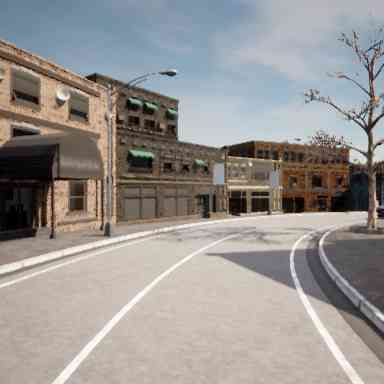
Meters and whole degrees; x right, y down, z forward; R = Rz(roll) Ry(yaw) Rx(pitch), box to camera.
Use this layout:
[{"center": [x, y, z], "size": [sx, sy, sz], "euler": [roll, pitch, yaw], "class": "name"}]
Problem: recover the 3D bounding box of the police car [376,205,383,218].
[{"center": [20.918, 2.006, 34.760], "size": [5.238, 1.638, 1.930], "euler": [1, 0, -31], "class": "police car"}]
